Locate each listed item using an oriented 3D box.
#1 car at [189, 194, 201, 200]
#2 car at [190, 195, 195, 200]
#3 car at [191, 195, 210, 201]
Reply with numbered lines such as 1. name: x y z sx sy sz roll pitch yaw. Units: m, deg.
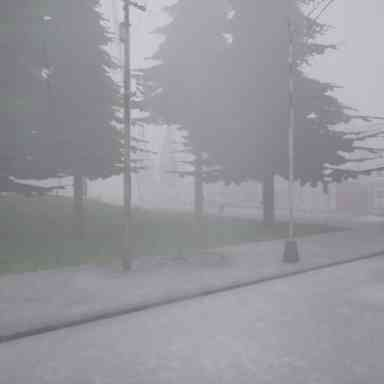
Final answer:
1. car: 0.878 1.324 90.919 1.845 1.501 3.633 0 0 -24
2. car: 2.171 1.411 88.438 4.536 1.218 1.853 0 0 -6
3. car: 2.223 1.568 88.443 4.974 1.542 2.038 0 0 -6
